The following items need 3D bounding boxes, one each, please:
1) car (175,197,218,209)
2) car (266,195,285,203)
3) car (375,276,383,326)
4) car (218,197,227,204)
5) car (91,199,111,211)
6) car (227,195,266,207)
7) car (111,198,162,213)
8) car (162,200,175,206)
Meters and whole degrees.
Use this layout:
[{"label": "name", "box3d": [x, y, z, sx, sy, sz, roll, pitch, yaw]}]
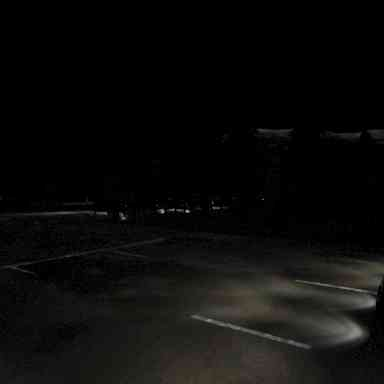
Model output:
[{"label": "car", "box3d": [0.639, 1.421, 42.977, 4.892, 1.490, 1.837, 0, 0, -41]}, {"label": "car", "box3d": [12.810, 1.278, 55.822, 4.553, 1.767, 2.097, 0, 0, -28]}, {"label": "car", "box3d": [5.138, 1.352, 4.578, 4.553, 1.767, 2.097, 0, 0, 36]}, {"label": "car", "box3d": [4.694, 1.458, 50.760, 5.357, 1.411, 2.033, 0, 0, -37]}, {"label": "car", "box3d": [-9.170, 1.494, 38.299, 1.895, 1.301, 4.718, 0, 0, 43]}, {"label": "car", "box3d": [8.026, 1.419, 48.705, 4.902, 1.511, 2.128, 0, 0, -35]}, {"label": "car", "box3d": [-6.013, 1.414, 36.491, 1.837, 1.490, 4.892, 0, 0, 43]}, {"label": "car", "box3d": [-2.711, 1.425, 44.668, 4.674, 1.442, 1.812, 0, 0, -42]}]
